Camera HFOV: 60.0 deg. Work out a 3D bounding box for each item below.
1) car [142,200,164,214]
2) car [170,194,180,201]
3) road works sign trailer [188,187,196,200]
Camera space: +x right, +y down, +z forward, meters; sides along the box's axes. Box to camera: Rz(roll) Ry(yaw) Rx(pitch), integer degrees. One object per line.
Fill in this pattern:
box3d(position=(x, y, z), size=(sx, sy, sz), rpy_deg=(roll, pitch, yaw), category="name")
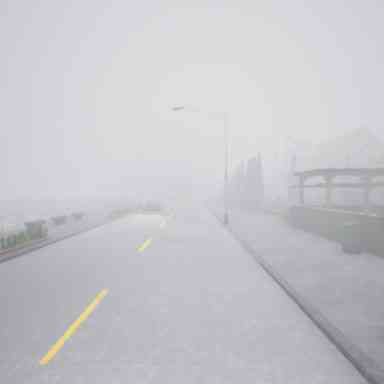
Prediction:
box3d(position=(-4.087, 1.560, 35.326), size=(1.895, 1.301, 4.718), rpy_deg=(0, 0, 0), category="car")
box3d(position=(-3.982, 1.248, 77.694), size=(2.097, 1.767, 4.553), rpy_deg=(0, 0, 0), category="car")
box3d(position=(0.021, 0.360, 89.706), size=(2.380, 3.560, 2.880), rpy_deg=(0, 0, 0), category="road works sign trailer")
